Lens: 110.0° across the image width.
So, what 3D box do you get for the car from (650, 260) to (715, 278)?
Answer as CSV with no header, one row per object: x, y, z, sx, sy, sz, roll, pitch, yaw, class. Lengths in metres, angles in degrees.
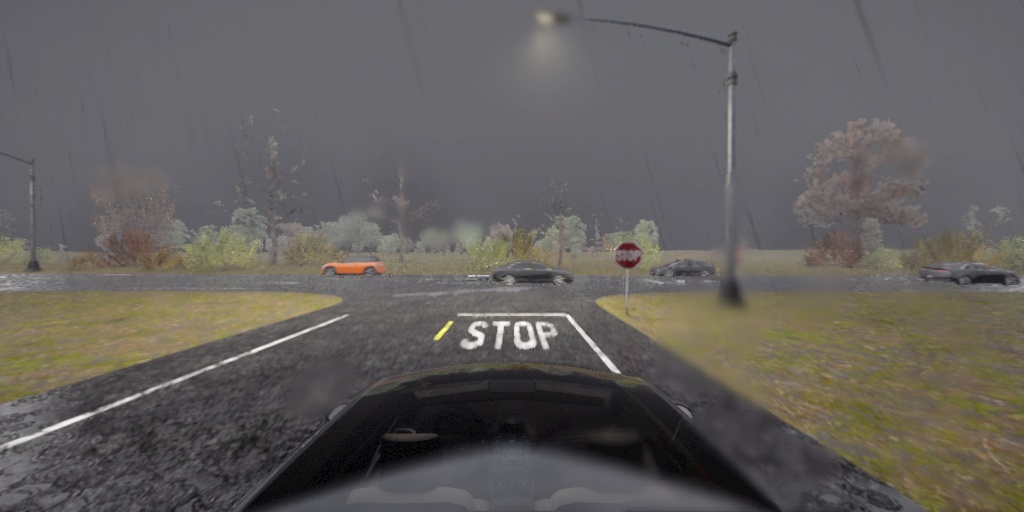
13.687,1.071,28.879,4.892,1.490,1.837,-1,1,-2,car

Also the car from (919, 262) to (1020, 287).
28.359,1.118,22.289,4.902,1.511,2.128,0,1,-2,car

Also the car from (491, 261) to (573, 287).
1.217,1.035,21.529,4.892,1.490,1.837,0,1,-1,car

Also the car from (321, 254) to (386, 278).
-12.414,0.751,28.194,4.553,1.767,2.097,0,1,-2,car
